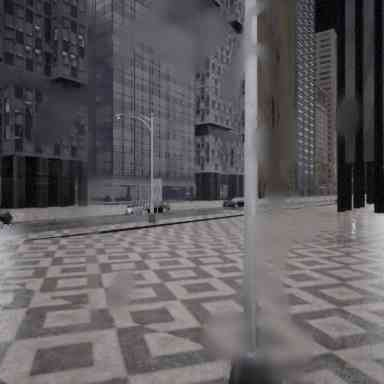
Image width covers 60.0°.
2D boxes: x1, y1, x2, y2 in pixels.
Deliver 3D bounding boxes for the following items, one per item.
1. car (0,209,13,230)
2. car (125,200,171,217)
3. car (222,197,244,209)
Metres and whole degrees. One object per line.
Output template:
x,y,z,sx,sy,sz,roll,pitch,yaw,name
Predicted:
-12.761,1.490,18.681,1.837,1.490,4.892,0,0,33,car
-4.028,1.458,30.939,2.128,1.511,4.902,0,0,36,car
5.902,1.421,44.471,1.882,1.535,5.008,0,0,36,car
